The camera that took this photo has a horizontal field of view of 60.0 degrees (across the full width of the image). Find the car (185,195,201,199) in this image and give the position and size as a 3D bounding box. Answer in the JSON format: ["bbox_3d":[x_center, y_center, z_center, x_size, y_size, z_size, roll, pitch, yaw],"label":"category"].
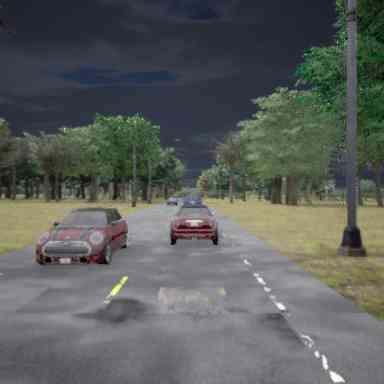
[{"bbox_3d":[0.096,1.347,38.693,2.150,2.045,5.566,0,0,0],"label":"car"}]

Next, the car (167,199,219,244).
[{"bbox_3d":[0.099,1.379,16.117,2.097,1.767,4.553,0,0,0],"label":"car"}]

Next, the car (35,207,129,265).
[{"bbox_3d":[-3.601,1.367,11.706,2.097,1.767,4.553,0,0,0],"label":"car"}]

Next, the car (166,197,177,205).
[{"bbox_3d":[-3.514,1.724,59.889,1.882,1.535,5.008,0,-1,0],"label":"car"}]
